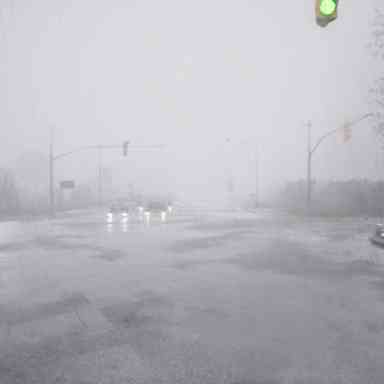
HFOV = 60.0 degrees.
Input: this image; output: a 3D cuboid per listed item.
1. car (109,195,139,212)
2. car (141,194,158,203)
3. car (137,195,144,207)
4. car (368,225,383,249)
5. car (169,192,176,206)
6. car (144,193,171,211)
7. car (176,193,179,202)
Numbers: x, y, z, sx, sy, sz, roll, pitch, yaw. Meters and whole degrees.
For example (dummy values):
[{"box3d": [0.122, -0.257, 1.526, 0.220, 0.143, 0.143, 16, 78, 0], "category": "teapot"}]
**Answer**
[{"box3d": [-7.123, 1.299, 34.445, 1.895, 1.301, 4.718, 0, 0, 1], "category": "car"}, {"box3d": [-7.088, 1.060, 55.661, 2.033, 1.411, 5.357, 0, 1, 0], "category": "car"}, {"box3d": [-7.114, 1.121, 43.795, 1.837, 1.490, 4.892, 0, 1, 0], "category": "car"}, {"box3d": [8.775, 1.452, 10.783, 5.357, 1.411, 2.033, 0, 1, 3], "category": "car"}, {"box3d": [-3.614, 1.082, 45.221, 1.882, 1.535, 5.008, 0, 1, 0], "category": "car"}, {"box3d": [-3.613, 1.166, 35.634, 1.882, 1.535, 5.008, 0, 1, 0], "category": "car"}, {"box3d": [-3.551, 0.821, 60.803, 2.097, 1.767, 4.553, 0, 0, 0], "category": "car"}]
